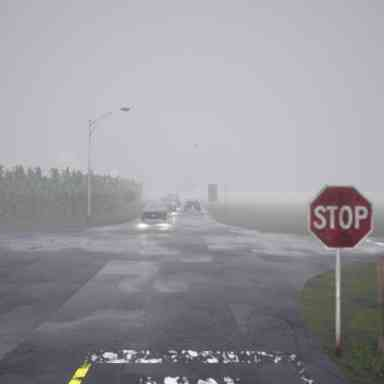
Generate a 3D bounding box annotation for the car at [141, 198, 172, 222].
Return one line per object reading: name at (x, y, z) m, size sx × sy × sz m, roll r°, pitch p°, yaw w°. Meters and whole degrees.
car at (-2.883, 1.475, 26.874) m, size 1.882 × 1.535 × 5.008 m, roll 0°, pitch 0°, yaw 0°

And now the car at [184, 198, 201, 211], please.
car at (0.050, 1.501, 40.570) m, size 1.837 × 1.490 × 4.892 m, roll 0°, pitch 0°, yaw 0°

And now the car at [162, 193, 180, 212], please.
car at (-2.892, 1.349, 38.973) m, size 2.097 × 1.767 × 4.553 m, roll 0°, pitch 0°, yaw 0°
